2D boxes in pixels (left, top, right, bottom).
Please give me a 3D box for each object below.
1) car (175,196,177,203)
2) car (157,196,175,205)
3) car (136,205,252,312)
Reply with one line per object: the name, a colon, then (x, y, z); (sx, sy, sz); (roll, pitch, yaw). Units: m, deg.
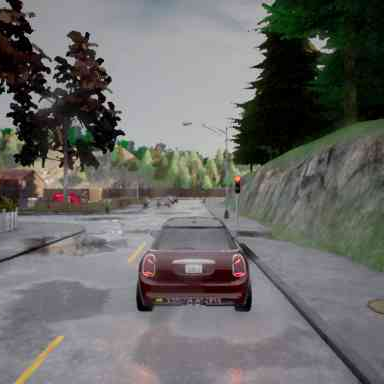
car: (-4.064, 1.526, 59.090); (1.812, 1.442, 4.674); (0, 0, 0)
car: (-4.087, 1.491, 49.060); (2.128, 1.511, 4.902); (0, 0, 0)
car: (0.055, 1.352, 7.891); (2.097, 1.767, 4.553); (0, 0, 1)
